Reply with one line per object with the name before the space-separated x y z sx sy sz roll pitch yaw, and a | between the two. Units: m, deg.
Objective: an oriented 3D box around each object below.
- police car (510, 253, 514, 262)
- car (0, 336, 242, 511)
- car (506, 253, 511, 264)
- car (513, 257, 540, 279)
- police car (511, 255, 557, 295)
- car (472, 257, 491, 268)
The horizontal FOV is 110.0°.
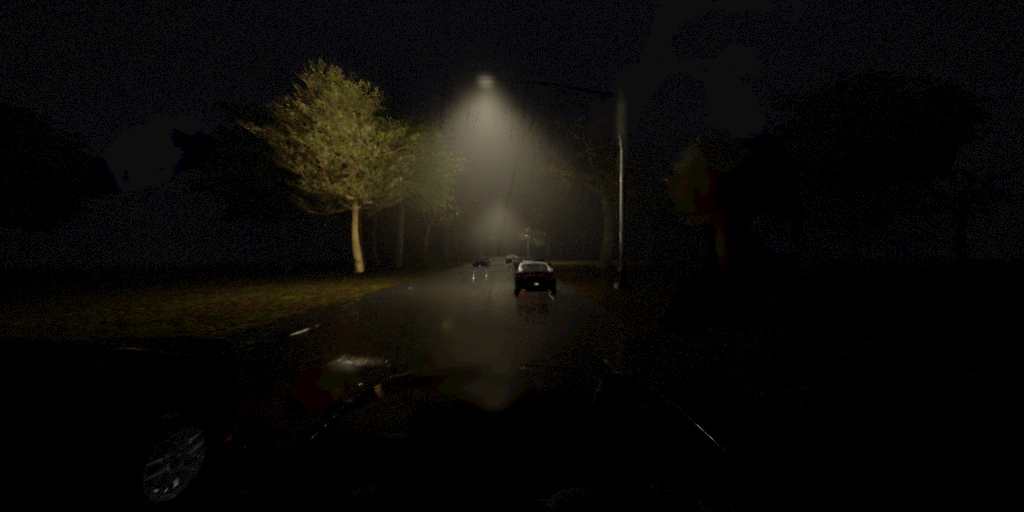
police car | 1.027 0.704 33.827 1.930 1.638 5.238 0 1 0
car | -3.597 1.232 1.412 1.882 1.535 5.008 0 1 0
car | 0.000 0.549 57.474 1.895 1.301 4.718 0 1 0
car | 1.031 0.873 27.719 1.837 1.490 4.892 0 1 0
police car | 1.038 0.938 17.826 1.930 1.638 5.238 0 1 0
car | -3.603 0.755 42.500 1.895 1.301 4.718 0 1 0
